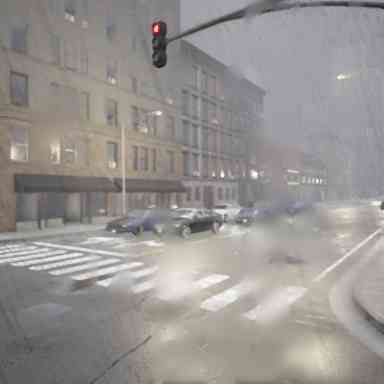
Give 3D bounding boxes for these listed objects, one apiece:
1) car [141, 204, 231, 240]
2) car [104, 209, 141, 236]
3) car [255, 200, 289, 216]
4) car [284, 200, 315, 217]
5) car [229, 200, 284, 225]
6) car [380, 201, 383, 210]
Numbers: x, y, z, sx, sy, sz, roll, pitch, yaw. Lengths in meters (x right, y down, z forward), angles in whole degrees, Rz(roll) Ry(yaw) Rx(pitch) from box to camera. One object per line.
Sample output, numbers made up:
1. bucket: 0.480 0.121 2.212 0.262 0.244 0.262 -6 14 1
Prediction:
1. car: -0.146 1.624 18.153 2.128 1.511 4.902 -1 -1 35
2. car: -2.708 1.723 20.158 2.033 1.411 5.357 -1 -1 35
3. car: 8.866 1.664 36.538 1.882 1.535 5.008 -1 -1 35
4. car: 11.054 1.621 34.004 1.882 1.535 5.008 -1 -1 35
5. car: 5.049 1.489 25.517 2.097 1.767 4.553 -1 -1 35
6. car: 25.793 1.590 43.299 1.812 1.442 4.674 -1 -1 35
